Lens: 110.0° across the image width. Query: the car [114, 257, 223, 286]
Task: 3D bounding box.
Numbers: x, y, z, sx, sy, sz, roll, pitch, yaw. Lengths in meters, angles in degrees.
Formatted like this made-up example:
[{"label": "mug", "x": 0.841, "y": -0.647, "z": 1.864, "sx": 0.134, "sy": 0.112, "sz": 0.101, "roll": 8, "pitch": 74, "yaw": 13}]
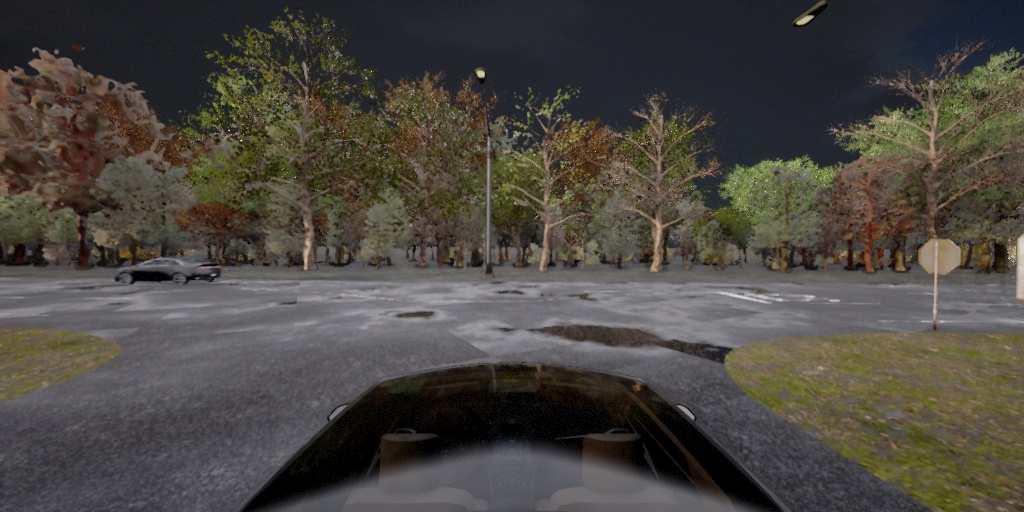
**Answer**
[{"label": "car", "x": -18.559, "y": 0.807, "z": 19.446, "sx": 4.902, "sy": 1.511, "sz": 2.128, "roll": 0, "pitch": 1, "yaw": 1}]
